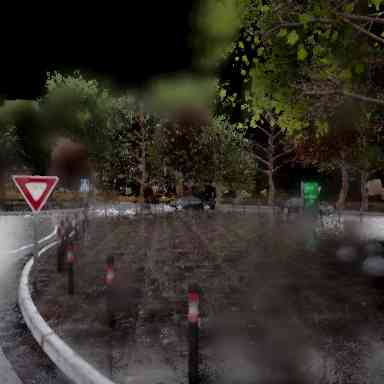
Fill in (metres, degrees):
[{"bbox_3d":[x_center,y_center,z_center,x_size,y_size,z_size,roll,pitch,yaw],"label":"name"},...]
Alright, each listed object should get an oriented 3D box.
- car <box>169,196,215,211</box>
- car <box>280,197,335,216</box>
[{"bbox_3d":[0.020,1.178,35.212,4.902,1.511,2.128,-1,1,-7],"label":"car"},{"bbox_3d":[9.692,1.245,28.294,1.837,1.490,4.892,0,0,-31],"label":"car"}]
